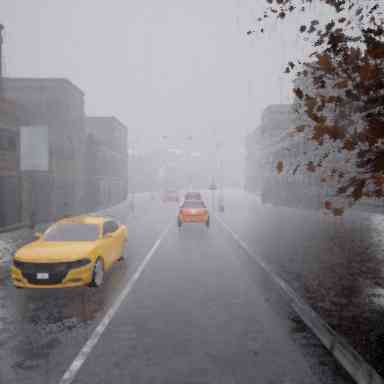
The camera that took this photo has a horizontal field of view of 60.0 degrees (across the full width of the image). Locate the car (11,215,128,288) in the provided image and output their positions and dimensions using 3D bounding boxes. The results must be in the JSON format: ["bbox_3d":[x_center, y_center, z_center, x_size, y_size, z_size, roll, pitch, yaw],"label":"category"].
[{"bbox_3d":[-3.100,1.473,9.408,1.882,1.535,5.008,0,0,0],"label":"car"}]

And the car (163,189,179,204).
[{"bbox_3d":[-3.077,0.593,49.994,2.150,2.045,5.566,0,3,0],"label":"car"}]

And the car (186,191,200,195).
[{"bbox_3d":[0.097,0.931,42.627,2.150,2.045,5.566,0,2,0],"label":"car"}]

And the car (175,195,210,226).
[{"bbox_3d":[0.097,1.340,23.406,2.097,1.767,4.553,0,0,0],"label":"car"}]
